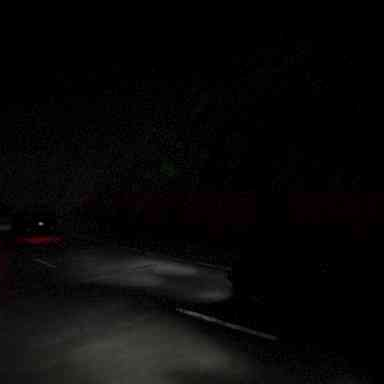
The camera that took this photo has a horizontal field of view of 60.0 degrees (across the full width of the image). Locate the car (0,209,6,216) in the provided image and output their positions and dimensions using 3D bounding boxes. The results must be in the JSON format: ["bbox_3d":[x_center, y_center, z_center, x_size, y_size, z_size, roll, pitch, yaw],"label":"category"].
[{"bbox_3d":[-9.795,1.556,14.349,2.128,1.511,4.902,0,0,-38],"label":"car"}]

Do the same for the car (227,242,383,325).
[{"bbox_3d":[3.056,1.620,6.194,4.718,1.301,1.895,0,0,38],"label":"car"}]

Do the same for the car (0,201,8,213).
[{"bbox_3d":[-20.080,1.629,34.283,1.882,1.535,5.008,0,0,-17],"label":"car"}]

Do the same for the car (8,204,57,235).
[{"bbox_3d":[-9.510,1.563,19.888,1.882,1.535,5.008,0,0,-34],"label":"car"}]
